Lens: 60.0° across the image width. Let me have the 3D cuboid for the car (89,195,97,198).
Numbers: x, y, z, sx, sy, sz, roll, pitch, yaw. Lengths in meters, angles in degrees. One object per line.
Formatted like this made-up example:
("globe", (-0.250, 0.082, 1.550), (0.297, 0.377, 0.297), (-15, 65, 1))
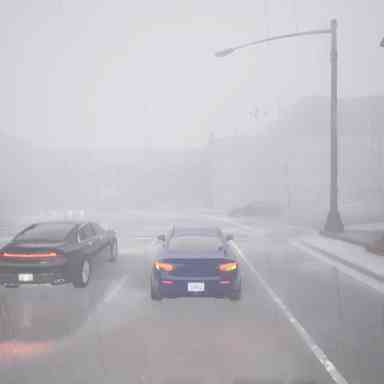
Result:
("car", (-14.922, 1.477, 54.362), (1.882, 1.535, 5.008), (0, 0, -1))

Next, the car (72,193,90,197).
("car", (-18.441, 1.221, 55.269), (2.150, 2.045, 5.566), (0, 0, -1))

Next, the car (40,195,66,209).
("car", (-18.188, 1.352, 43.941), (2.097, 1.767, 4.553), (0, 0, -1))

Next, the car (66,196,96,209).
("car", (-14.697, 1.601, 44.306), (1.895, 1.301, 4.718), (0, 0, -1))

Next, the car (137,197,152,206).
("car", (-7.725, 1.564, 54.069), (1.994, 1.385, 4.181), (0, 0, -1))

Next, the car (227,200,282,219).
("car", (5.334, 1.478, 28.492), (4.674, 1.442, 1.812), (-2, 0, 2))

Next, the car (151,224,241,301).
("car", (0.091, 1.526, 8.230), (1.812, 1.442, 4.674), (0, 0, 0))

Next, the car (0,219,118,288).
("car", (-3.399, 1.505, 9.243), (1.837, 1.490, 4.892), (0, 0, 0))
